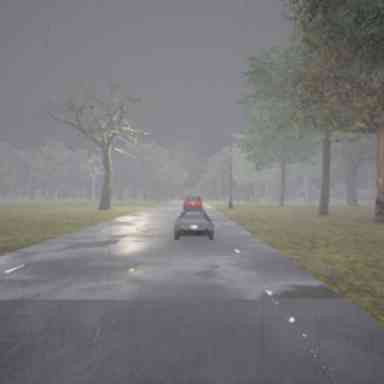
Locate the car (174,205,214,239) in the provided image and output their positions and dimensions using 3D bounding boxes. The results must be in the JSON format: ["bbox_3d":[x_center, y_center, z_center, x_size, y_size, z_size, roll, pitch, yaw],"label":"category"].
[{"bbox_3d":[0.102,1.617,17.637,1.994,1.385,4.181,0,0,0],"label":"car"}]

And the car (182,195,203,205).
[{"bbox_3d":[0.104,1.362,37.531,2.150,2.045,5.566,0,0,0],"label":"car"}]
